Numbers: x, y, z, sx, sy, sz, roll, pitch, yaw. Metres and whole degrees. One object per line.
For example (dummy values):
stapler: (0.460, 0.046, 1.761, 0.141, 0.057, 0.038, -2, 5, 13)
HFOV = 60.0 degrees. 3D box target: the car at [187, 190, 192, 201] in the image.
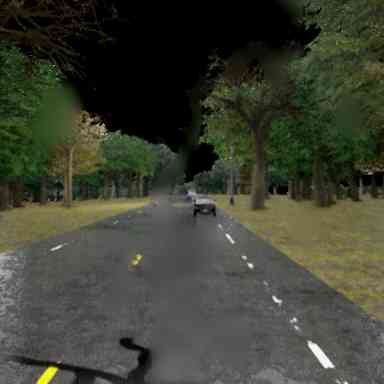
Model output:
car: (0.000, 0.892, 63.084, 1.882, 1.535, 5.008, 0, 1, 0)

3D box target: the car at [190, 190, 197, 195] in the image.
car: (1.049, 0.988, 44.758, 2.097, 1.767, 4.553, 0, 1, 0)

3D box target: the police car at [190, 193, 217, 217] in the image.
police car: (1.050, 1.220, 28.896, 1.930, 1.638, 5.238, 0, 1, 0)

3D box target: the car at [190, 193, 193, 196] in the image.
car: (1.050, 1.178, 38.788, 1.882, 1.535, 5.008, 0, 1, 0)

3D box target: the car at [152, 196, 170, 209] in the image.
car: (-3.590, 1.186, 39.322, 2.128, 1.511, 4.902, 0, 1, 0)
